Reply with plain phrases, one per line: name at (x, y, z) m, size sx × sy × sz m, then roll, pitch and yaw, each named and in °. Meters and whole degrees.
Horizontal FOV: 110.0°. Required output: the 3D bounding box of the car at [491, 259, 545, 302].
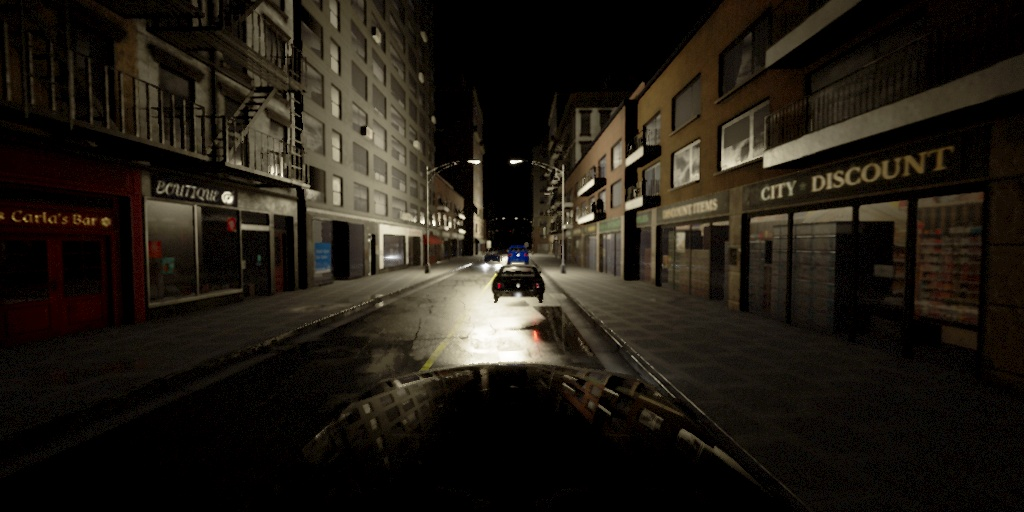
car at (0.260, 0.984, 14.449) m, size 1.895 × 1.301 × 4.718 m, roll 0°, pitch 2°, yaw 1°

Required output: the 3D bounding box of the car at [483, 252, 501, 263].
car at (-2.366, 0.181, 43.343) m, size 1.895 × 1.301 × 4.718 m, roll 0°, pitch 2°, yaw 1°

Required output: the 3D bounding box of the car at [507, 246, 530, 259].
car at (0.638, -0.038, 37.364) m, size 2.150 × 2.045 × 5.566 m, roll 0°, pitch 2°, yaw 1°
